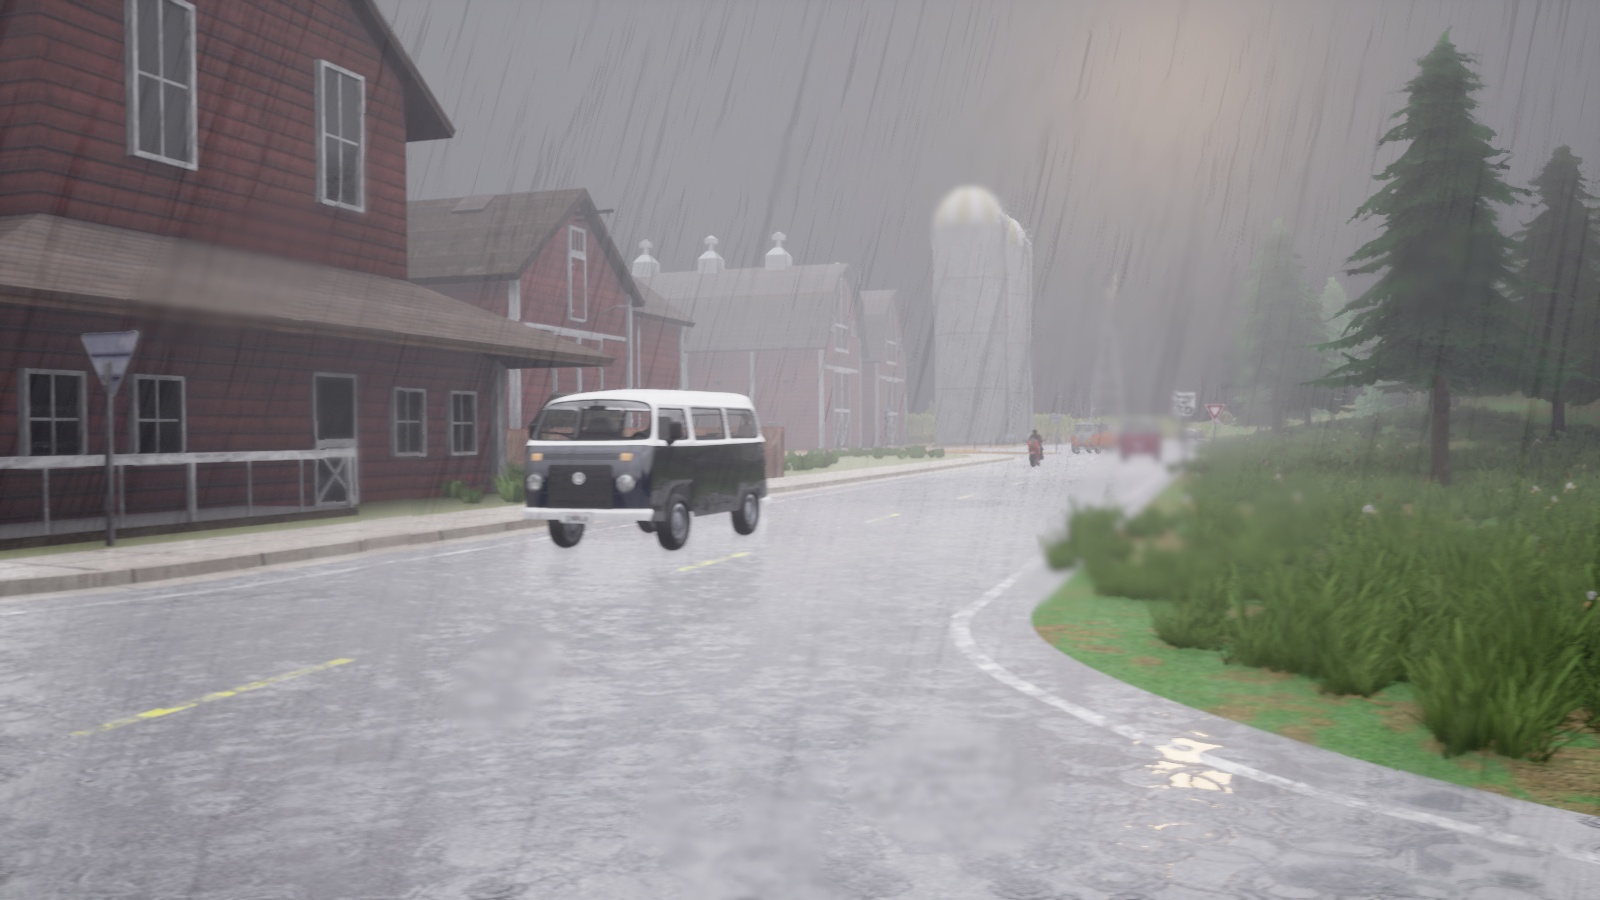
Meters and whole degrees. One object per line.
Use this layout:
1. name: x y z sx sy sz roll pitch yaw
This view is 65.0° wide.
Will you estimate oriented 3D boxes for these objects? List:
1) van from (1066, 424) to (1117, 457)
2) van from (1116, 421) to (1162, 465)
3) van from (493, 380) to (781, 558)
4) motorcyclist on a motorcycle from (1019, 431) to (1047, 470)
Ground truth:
1. van: 18.238 -0.618 78.396 1.775 1.987 4.442 1 1 32
2. van: 15.728 -0.343 58.106 1.775 1.987 4.442 0 1 19
3. van: -1.977 0.186 16.851 2.069 2.038 4.480 0 1 19
4. motorcyclist on a motorcycle: 9.291 -0.005 50.039 0.797 1.523 2.044 0 1 19
